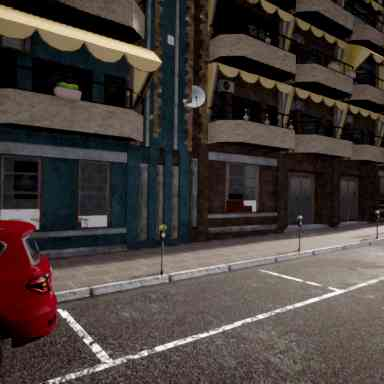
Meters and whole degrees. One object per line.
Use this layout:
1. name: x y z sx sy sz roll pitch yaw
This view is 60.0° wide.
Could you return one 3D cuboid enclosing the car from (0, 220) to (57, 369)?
1. car: -4.122 1.315 3.595 5.009 1.841 2.192 0 1 -36
